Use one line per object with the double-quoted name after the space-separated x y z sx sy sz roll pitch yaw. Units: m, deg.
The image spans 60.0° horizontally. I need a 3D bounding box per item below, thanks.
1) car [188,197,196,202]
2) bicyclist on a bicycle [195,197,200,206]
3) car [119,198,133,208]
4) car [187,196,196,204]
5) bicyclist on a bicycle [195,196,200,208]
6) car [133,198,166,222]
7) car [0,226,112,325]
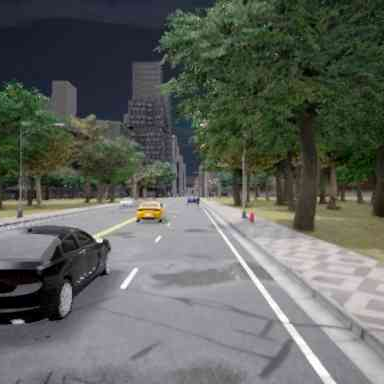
-0.007 1.834 82.850 1.994 1.385 4.181 0 0 0 "car"
0.888 1.582 56.644 0.866 1.612 1.509 0 0 0 "bicyclist on a bicycle"
-9.818 1.641 50.498 1.812 1.442 4.674 0 0 0 "car"
-0.006 1.707 72.403 1.882 1.535 5.008 0 0 0 "car"
0.890 1.470 47.203 0.659 1.776 1.843 0 0 0 "bicyclist on a bicycle"
-3.153 1.502 26.431 1.882 1.535 5.008 0 0 0 "car"
-3.151 1.479 7.288 1.882 1.535 5.008 0 0 0 "car"
